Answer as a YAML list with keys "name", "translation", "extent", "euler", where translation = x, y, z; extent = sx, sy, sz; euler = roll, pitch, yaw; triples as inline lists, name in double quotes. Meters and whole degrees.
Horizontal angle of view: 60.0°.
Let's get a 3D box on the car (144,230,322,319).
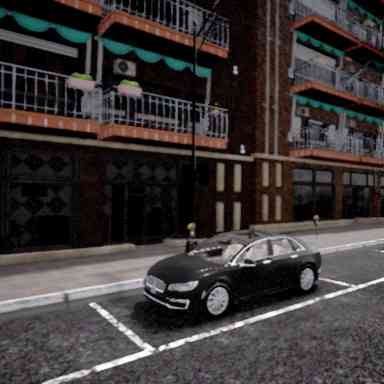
- name: "car"
  translation: [1.081, 1.564, 7.320]
  extent: [4.403, 1.369, 2.008]
  euler: [0, 1, -36]
